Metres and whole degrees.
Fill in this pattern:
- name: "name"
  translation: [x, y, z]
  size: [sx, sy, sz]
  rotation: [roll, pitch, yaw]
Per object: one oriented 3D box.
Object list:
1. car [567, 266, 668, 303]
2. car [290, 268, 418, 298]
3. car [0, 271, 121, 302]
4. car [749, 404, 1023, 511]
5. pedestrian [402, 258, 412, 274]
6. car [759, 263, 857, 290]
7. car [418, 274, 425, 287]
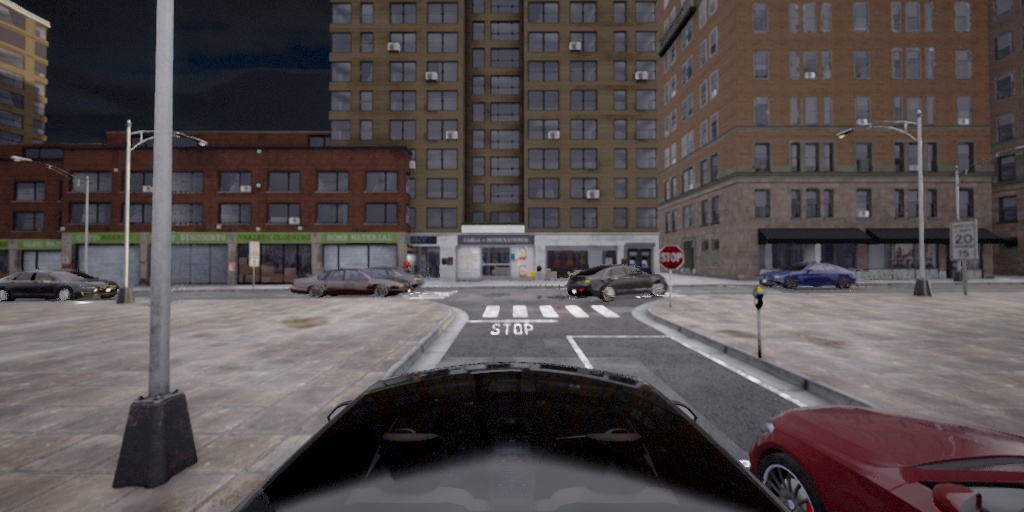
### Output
- name: "car"
  translation: [4.795, 1.171, 16.091]
  size: [4.892, 1.490, 1.837]
  rotation: [-2, -3, -26]
- name: "car"
  translation: [-7.597, 1.309, 17.240]
  size: [5.357, 1.411, 2.033]
  rotation: [-1, -1, 0]
- name: "car"
  translation: [-21.927, 1.447, 17.329]
  size: [4.892, 1.490, 1.837]
  rotation: [-1, -1, 0]
- name: "car"
  translation: [2.638, 1.333, 1.003]
  size: [1.802, 1.307, 4.207]
  rotation: [0, 0, 0]
- name: "pedestrian"
  translation: [-6.780, 0.992, 23.102]
  size: [0.375, 1.860, 0.375]
  rotation: [0, 0, 0]
- name: "car"
  translation: [16.444, 1.108, 20.032]
  size: [4.674, 1.442, 1.812]
  rotation: [0, -1, 0]
- name: "car"
  translation: [-7.700, 1.359, 20.189]
  size: [5.357, 1.411, 2.033]
  rotation: [-1, -1, 0]
